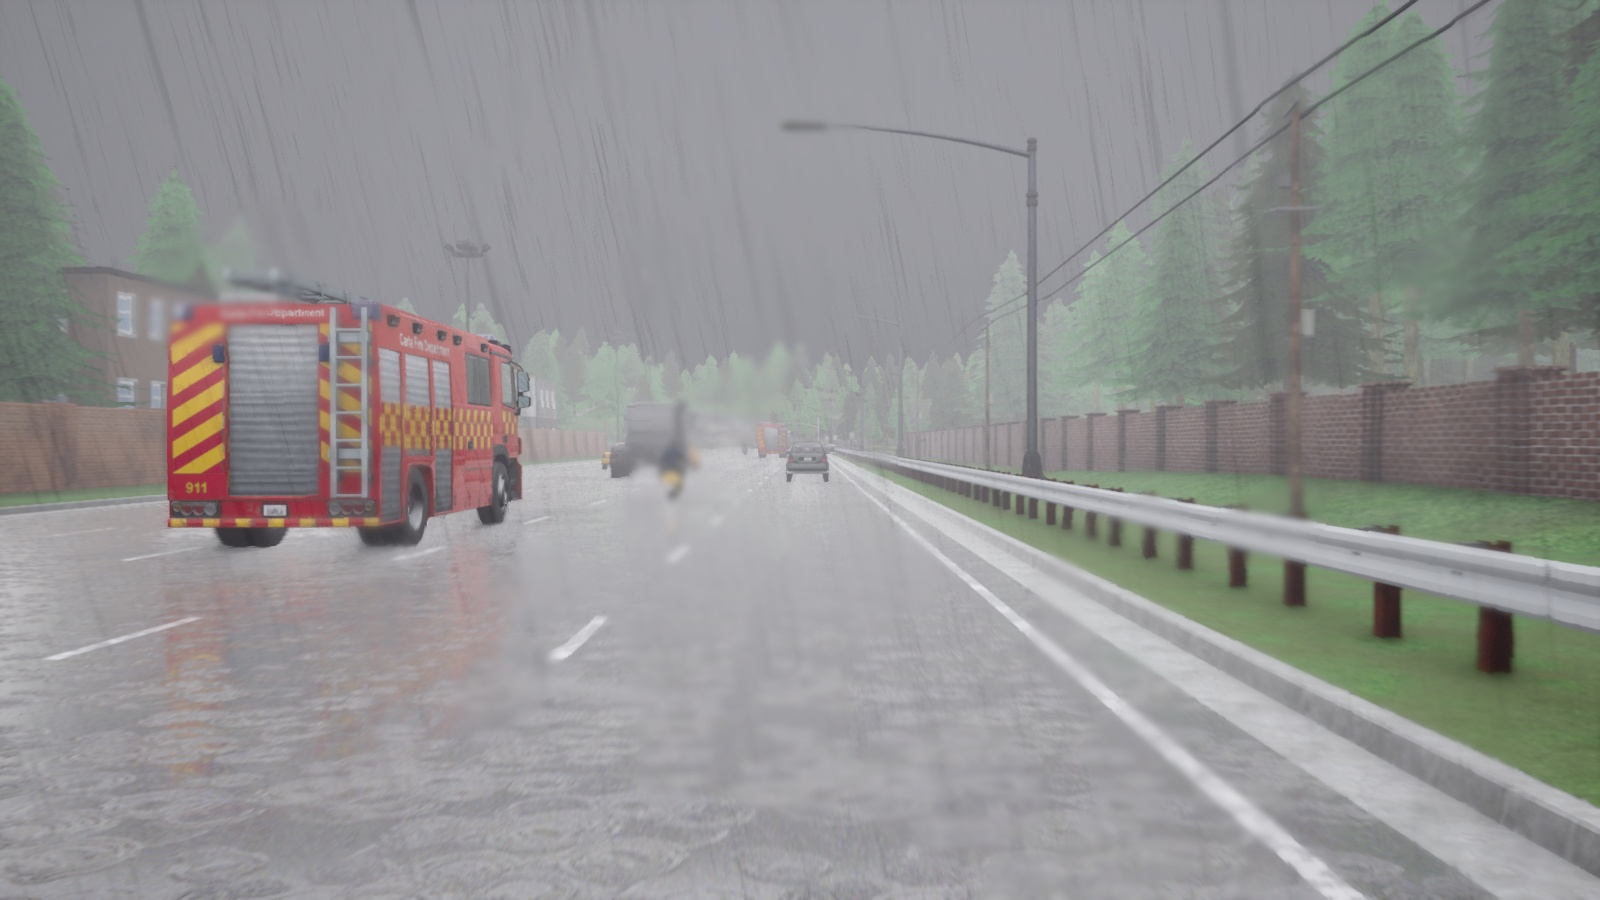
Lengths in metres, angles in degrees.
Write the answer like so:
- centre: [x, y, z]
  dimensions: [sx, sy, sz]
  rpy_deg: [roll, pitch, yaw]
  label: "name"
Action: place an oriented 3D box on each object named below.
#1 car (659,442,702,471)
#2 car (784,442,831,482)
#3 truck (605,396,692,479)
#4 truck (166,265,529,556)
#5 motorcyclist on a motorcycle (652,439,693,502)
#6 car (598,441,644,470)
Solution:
- centre: [-6.589, 0.331, 69.664]
  dimensions: [1.882, 1.535, 5.008]
  rpy_deg: [0, 0, 0]
  label: "car"
- centre: [0.301, 0.445, 50.343]
  dimensions: [1.789, 1.549, 3.705]
  rpy_deg: [0, 0, 0]
  label: "car"
- centre: [-6.664, -0.554, 56.298]
  dimensions: [2.891, 3.462, 7.936]
  rpy_deg: [0, 0, 0]
  label: "truck"
- centre: [-6.864, -0.539, 20.751]
  dimensions: [2.891, 3.827, 8.468]
  rpy_deg: [0, 0, 0]
  label: "truck"
- centre: [-3.300, 0.516, 32.543]
  dimensions: [0.866, 1.590, 1.817]
  rpy_deg: [0, 0, 0]
  label: "motorcyclist on a motorcycle"
- centre: [-10.081, 0.281, 71.104]
  dimensions: [1.801, 1.575, 5.366]
  rpy_deg: [0, 0, 0]
  label: "car"
